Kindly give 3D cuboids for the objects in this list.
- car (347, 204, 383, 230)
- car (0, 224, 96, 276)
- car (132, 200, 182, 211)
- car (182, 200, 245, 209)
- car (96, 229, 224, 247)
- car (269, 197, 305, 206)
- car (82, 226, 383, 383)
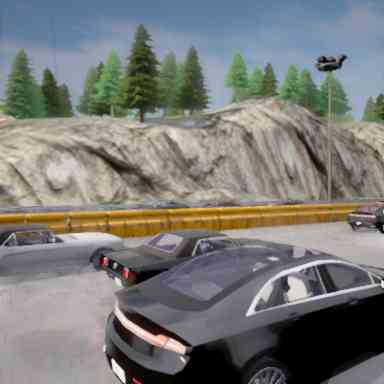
[{"bbox_3d":[10.827,1.446,18.761,4.902,1.511,2.128,0,0,-32],"label":"car"},{"bbox_3d":[-4.244,1.562,9.223,4.718,1.301,1.895,0,0,-34],"label":"car"},{"bbox_3d":[-2.502,1.395,27.238,4.902,1.511,2.128,0,0,-32],"label":"car"},{"bbox_3d":[2.024,1.420,25.916,4.892,1.490,1.837,0,0,-31],"label":"car"},{"bbox_3d":[0.351,1.573,8.079,4.718,1.301,1.895,0,0,-33],"label":"car"},{"bbox_3d":[11.335,1.406,39.741,4.902,1.511,2.128,0,0,-32],"label":"car"},{"bbox_3d":[1.321,1.477,4.504,4.902,1.511,2.128,0,0,-34],"label":"car"}]
